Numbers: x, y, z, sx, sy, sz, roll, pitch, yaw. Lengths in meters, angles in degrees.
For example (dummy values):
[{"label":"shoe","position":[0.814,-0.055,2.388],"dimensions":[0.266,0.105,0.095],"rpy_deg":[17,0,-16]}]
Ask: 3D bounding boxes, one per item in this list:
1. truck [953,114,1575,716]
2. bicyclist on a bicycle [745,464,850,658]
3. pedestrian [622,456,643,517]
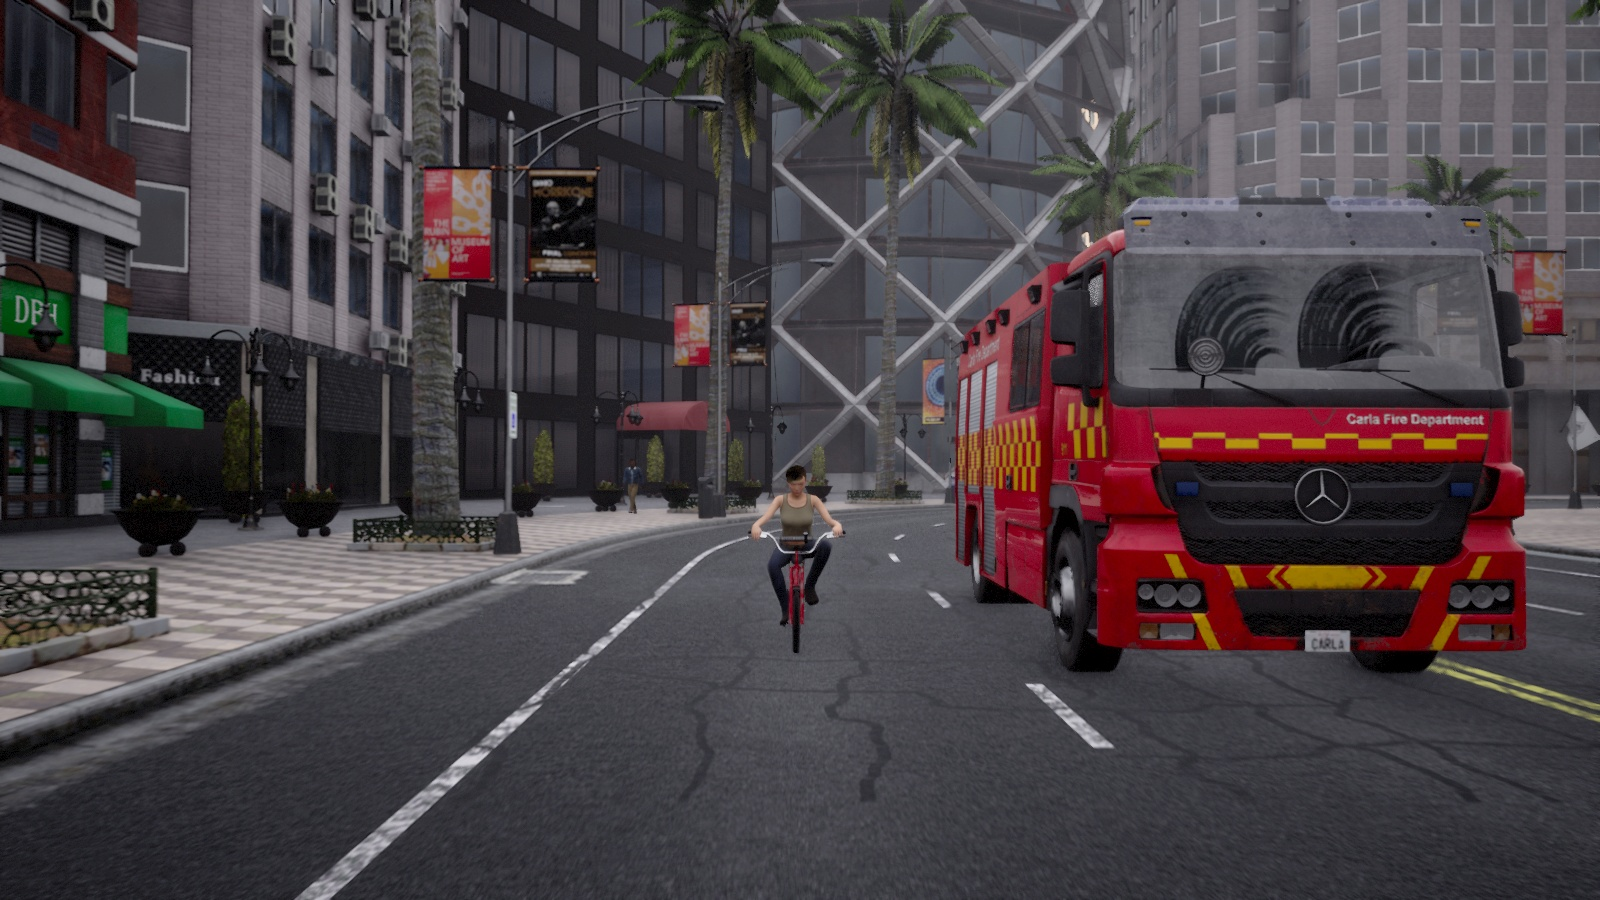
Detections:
[{"label":"truck","position":[3.468,-0.158,12.239],"dimensions":[2.891,3.827,8.468],"rpy_deg":[0,-1,0]},{"label":"bicyclist on a bicycle","position":[-0.022,0.940,11.251],"dimensions":[0.866,1.612,1.509],"rpy_deg":[0,-1,0]},{"label":"pedestrian","position":[-5.363,1.169,40.255],"dimensions":[0.423,1.949,0.788],"rpy_deg":[0,-1,10]}]
